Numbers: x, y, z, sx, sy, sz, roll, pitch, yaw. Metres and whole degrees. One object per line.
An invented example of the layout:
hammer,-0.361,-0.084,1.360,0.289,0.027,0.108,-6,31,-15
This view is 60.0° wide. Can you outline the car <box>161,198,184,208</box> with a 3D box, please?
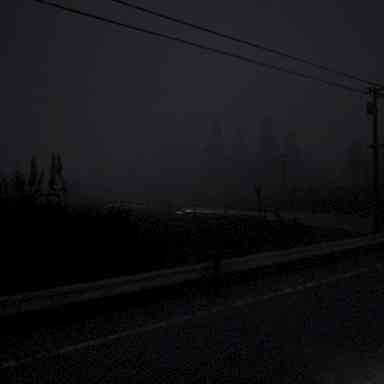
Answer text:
car,-2.691,1.435,38.386,1.994,1.385,4.181,-2,1,-38
